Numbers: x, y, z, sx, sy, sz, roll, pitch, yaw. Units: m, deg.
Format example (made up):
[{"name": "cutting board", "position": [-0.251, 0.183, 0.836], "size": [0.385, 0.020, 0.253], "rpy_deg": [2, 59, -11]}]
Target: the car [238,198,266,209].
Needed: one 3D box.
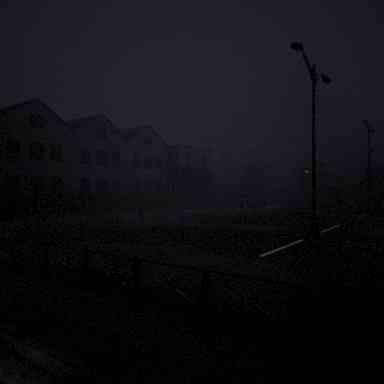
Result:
[{"name": "car", "position": [7.760, 1.409, 42.231], "size": [1.895, 1.301, 4.718], "rpy_deg": [0, 0, 36]}]

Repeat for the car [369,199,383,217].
[{"name": "car", "position": [15.518, 1.298, 26.752], "size": [2.007, 1.523, 4.514], "rpy_deg": [0, 0, 35]}]
